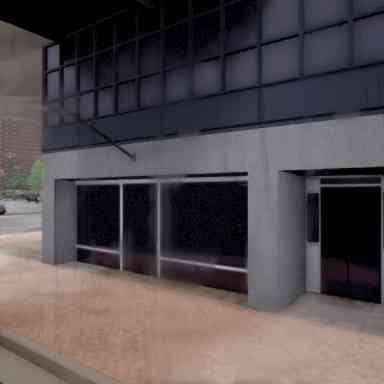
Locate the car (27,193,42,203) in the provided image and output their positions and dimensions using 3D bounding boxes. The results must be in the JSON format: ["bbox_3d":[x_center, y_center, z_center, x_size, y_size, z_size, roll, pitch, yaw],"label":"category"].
[{"bbox_3d":[-30.160,1.153,64.684,4.605,1.855,1.932,0,0,35],"label":"car"}]

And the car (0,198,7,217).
[{"bbox_3d":[-17.822,1.491,27.153,2.128,1.511,4.902,0,0,36],"label":"car"}]
